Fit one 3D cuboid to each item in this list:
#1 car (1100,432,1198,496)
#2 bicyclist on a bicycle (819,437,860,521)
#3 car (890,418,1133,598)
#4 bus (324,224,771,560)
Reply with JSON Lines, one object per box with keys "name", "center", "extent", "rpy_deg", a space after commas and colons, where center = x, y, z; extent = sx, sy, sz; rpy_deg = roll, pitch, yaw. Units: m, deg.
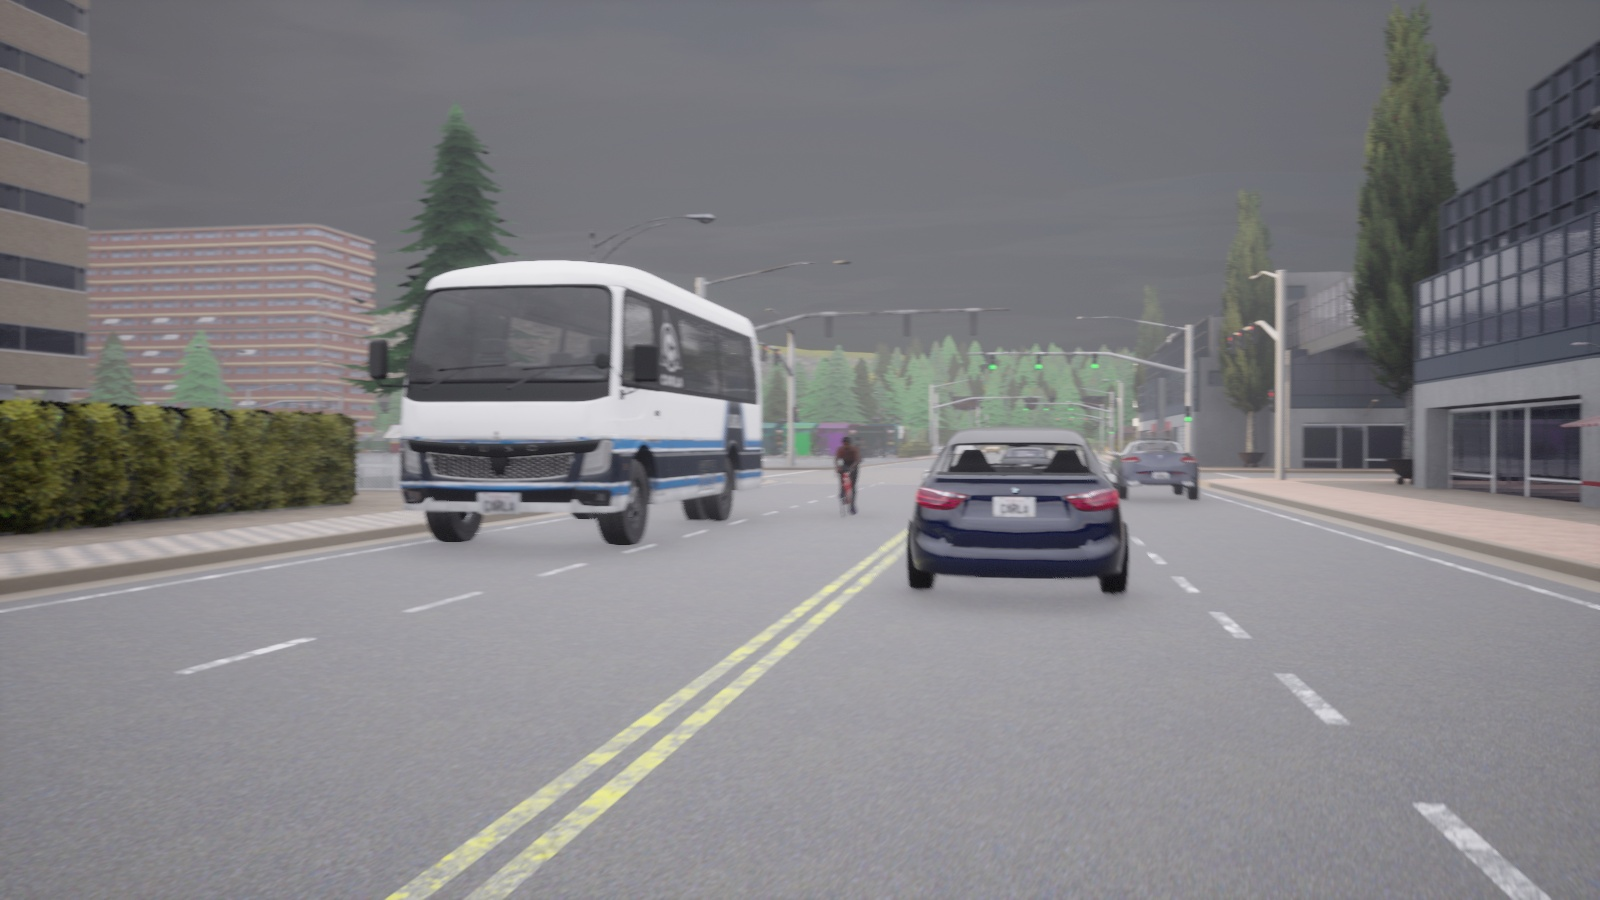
{"name": "car", "center": [9.670, 0.357, 35.171], "extent": [2.152, 1.651, 5.027], "rpy_deg": [0, 0, 10]}
{"name": "bicyclist on a bicycle", "center": [0.811, 0.556, 25.311], "extent": [0.582, 1.620, 1.656], "rpy_deg": [0, 1, 10]}
{"name": "car", "center": [2.367, 0.518, 14.037], "extent": [2.242, 1.667, 4.611], "rpy_deg": [0, 0, 10]}
{"name": "bus", "center": [-3.446, -0.766, 21.314], "extent": [3.944, 4.253, 10.273], "rpy_deg": [0, 0, 10]}
